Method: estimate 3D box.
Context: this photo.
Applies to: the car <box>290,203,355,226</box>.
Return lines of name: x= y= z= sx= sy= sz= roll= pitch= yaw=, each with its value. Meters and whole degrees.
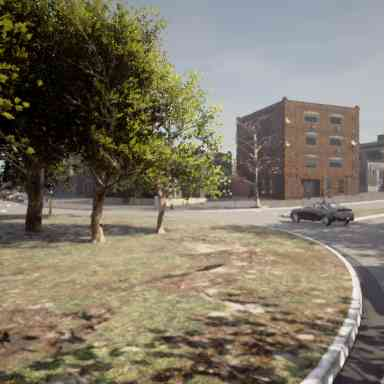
car: x=8.914 y=1.481 z=23.252 sx=2.128 sy=1.511 sz=4.902 roll=0 pitch=0 yaw=-23

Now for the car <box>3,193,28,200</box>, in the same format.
car: x=-43.899 y=1.023 z=82.768 sx=5.366 sy=1.575 sz=1.946 roll=0 pitch=1 yaw=-36

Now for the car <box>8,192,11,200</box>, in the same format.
car: x=-37.548 y=1.051 z=73.642 sx=4.553 sy=1.767 sz=2.185 roll=0 pitch=1 yaw=-36

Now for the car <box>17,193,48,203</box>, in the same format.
car: x=-29.570 y=1.344 z=62.408 sx=4.792 sy=1.488 sz=2.163 roll=0 pitch=0 yaw=-36

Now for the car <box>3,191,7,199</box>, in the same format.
car: x=-40.807 y=1.103 z=78.146 sx=4.892 sy=1.521 sz=2.231 roll=0 pitch=1 yaw=-36

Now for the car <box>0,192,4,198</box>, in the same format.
car: x=-42.404 y=0.813 z=80.414 sx=5.566 sy=2.045 sz=2.435 roll=0 pitch=1 yaw=-36

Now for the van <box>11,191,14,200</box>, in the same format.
van: x=-34.501 y=1.019 z=69.137 sx=4.442 sy=1.987 sz=1.878 roll=0 pitch=1 yaw=-36

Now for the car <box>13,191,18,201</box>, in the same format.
car: x=-32.687 y=1.147 z=66.860 sx=4.553 sy=1.767 sz=2.185 roll=0 pitch=1 yaw=-36

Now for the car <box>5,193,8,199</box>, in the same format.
car: x=-39.270 y=1.137 z=75.982 sx=5.008 sy=1.535 sz=2.097 roll=0 pitch=1 yaw=-36
